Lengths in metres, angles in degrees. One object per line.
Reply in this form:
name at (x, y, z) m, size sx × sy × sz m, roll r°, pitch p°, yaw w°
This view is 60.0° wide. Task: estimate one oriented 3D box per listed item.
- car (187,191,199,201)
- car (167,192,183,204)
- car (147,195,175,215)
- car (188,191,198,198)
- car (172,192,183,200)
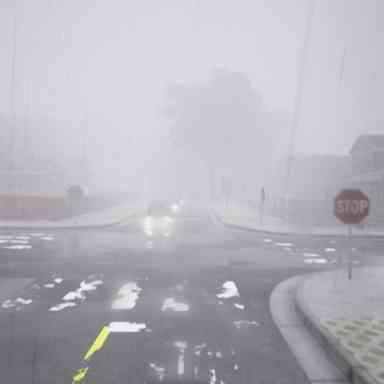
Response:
car at (0.153, 0.631, 56.590) m, size 1.882 × 1.535 × 5.008 m, roll 0°, pitch 1°, yaw 0°
car at (-2.707, 0.854, 45.635) m, size 2.128 × 1.511 × 4.902 m, roll 0°, pitch 1°, yaw 1°
car at (-2.769, 1.249, 29.349) m, size 1.895 × 1.301 × 4.718 m, roll 0°, pitch 1°, yaw 0°
car at (0.182, 0.501, 67.011) m, size 1.994 × 1.385 × 4.181 m, roll 0°, pitch 1°, yaw 0°
car at (-2.584, 0.726, 61.159) m, size 1.895 × 1.301 × 4.718 m, roll 0°, pitch 1°, yaw 0°
